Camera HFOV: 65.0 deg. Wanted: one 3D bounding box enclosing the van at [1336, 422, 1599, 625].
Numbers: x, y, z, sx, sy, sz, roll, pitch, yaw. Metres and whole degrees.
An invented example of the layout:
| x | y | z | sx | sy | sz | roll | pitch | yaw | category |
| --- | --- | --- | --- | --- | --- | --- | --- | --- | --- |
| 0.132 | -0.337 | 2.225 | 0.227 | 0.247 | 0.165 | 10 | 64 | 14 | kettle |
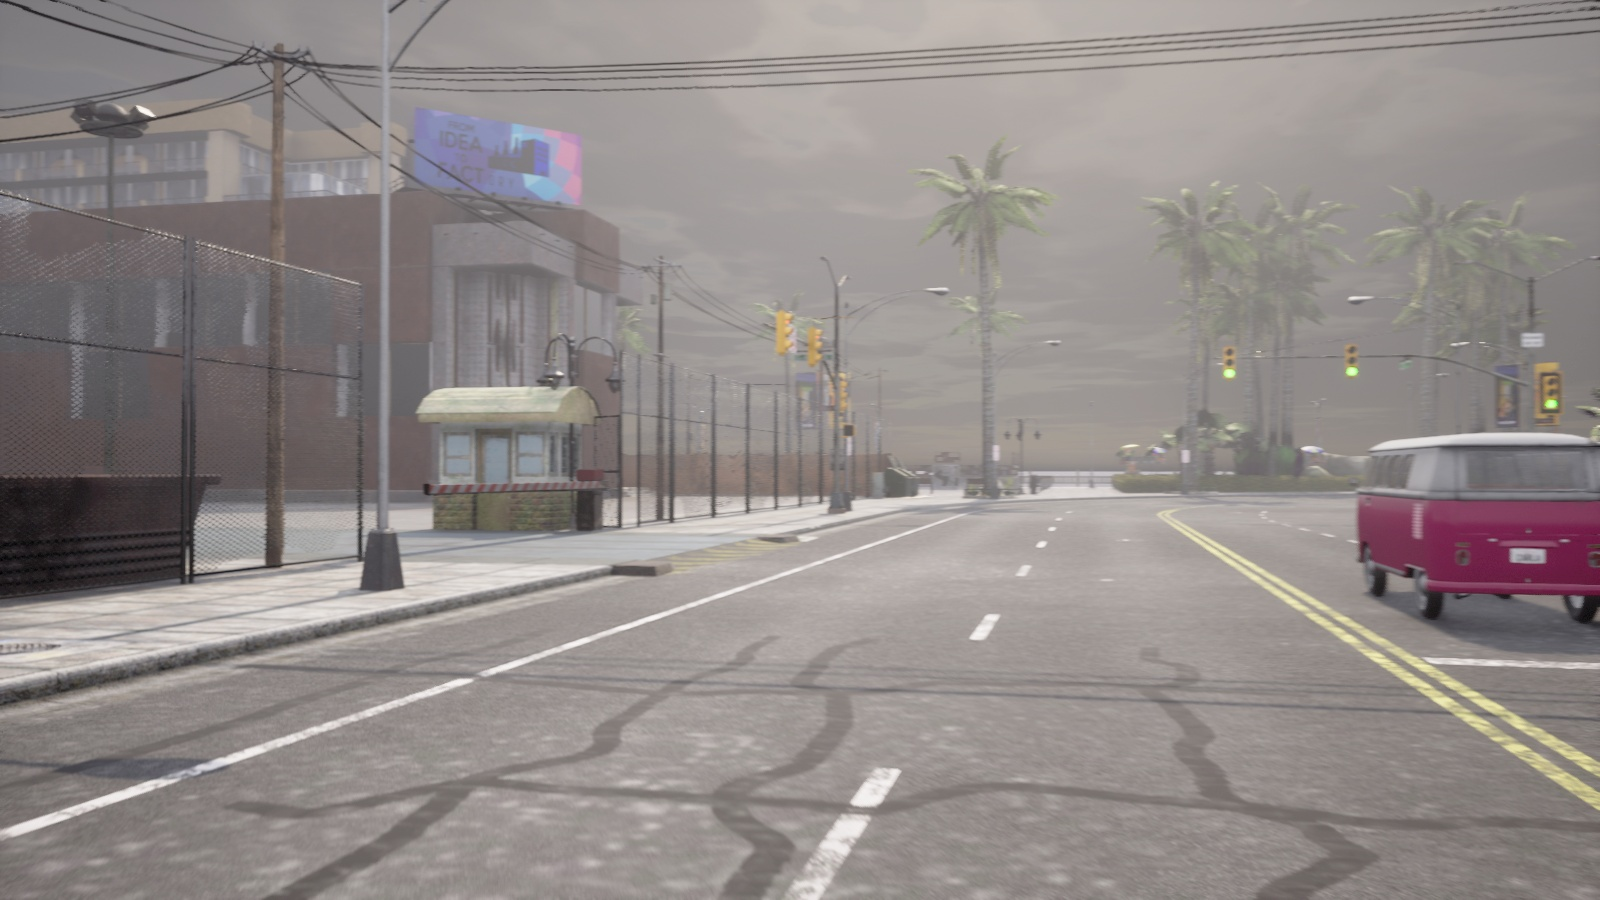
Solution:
| x | y | z | sx | sy | sz | roll | pitch | yaw | category |
| --- | --- | --- | --- | --- | --- | --- | --- | --- | --- |
| 7.646 | 0.760 | 14.633 | 1.775 | 1.987 | 4.442 | -1 | -1 | 13 | van |
